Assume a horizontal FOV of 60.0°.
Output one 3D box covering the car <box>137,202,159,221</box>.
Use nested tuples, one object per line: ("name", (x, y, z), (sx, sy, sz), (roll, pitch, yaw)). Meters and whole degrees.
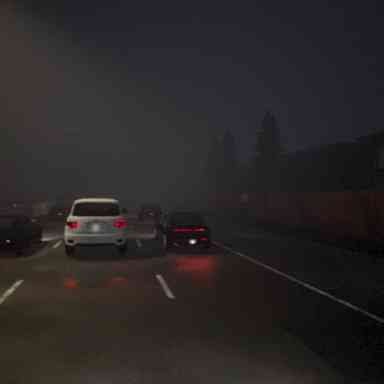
("car", (-3.764, 1.651, 29.375), (1.882, 1.535, 5.008), (1, 0, -12))

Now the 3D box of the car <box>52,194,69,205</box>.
("car", (-25.888, 1.383, 65.762), (2.150, 2.045, 5.566), (1, 0, -12))

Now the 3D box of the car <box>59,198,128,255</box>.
("car", (-3.865, 1.271, 13.793), (2.150, 2.045, 5.566), (1, 0, -14))

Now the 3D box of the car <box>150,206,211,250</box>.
("car", (-0.531, 1.614, 14.898), (1.837, 1.490, 4.892), (1, 0, -13))

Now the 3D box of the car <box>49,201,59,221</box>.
("car", (-10.607, 1.552, 27.904), (1.882, 1.535, 5.008), (1, 0, -12))

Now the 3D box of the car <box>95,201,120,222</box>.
("car", (-7.185, 1.601, 28.635), (1.882, 1.535, 5.008), (1, 0, -12))

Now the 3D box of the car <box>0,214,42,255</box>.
("car", (-7.321, 1.570, 13.196), (1.994, 1.385, 4.181), (1, 0, -13))
